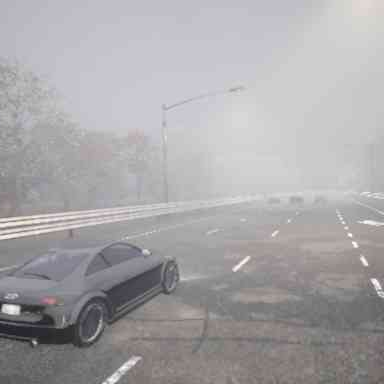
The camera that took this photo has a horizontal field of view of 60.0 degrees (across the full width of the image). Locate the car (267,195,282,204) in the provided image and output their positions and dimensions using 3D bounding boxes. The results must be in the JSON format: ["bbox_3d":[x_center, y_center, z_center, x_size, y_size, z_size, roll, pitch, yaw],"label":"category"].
[{"bbox_3d":[13.618,1.229,54.781,1.812,1.442,4.674,-2,0,22],"label":"car"}]

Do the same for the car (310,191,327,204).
[{"bbox_3d":[20.062,1.050,52.045,2.033,1.411,5.357,-2,0,22],"label":"car"}]

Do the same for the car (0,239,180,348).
[{"bbox_3d":[-1.846,1.627,6.617,1.994,1.385,4.181,-2,0,22],"label":"car"}]

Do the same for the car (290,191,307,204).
[{"bbox_3d":[16.846,1.081,53.439,1.882,1.535,5.008,-2,0,22],"label":"car"}]
